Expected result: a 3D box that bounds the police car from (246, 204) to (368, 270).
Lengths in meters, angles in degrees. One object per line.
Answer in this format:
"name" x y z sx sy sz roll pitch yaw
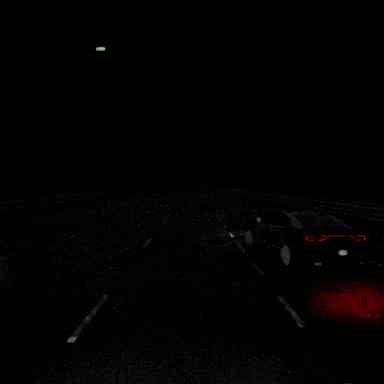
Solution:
"police car" 3.204 1.213 10.526 1.930 1.638 5.238 1 1 -9
